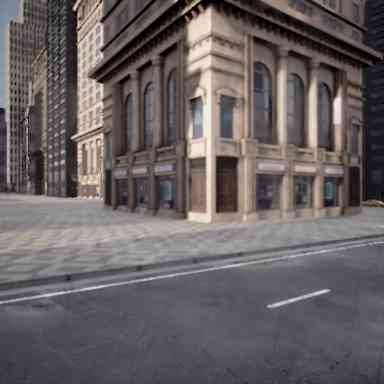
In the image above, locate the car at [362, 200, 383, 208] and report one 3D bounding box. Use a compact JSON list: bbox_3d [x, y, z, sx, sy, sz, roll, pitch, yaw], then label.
[{"bbox_3d":[31.398,1.974,56.662,1.752,1.417,4.829,1,0,-36],"label":"car"}]
